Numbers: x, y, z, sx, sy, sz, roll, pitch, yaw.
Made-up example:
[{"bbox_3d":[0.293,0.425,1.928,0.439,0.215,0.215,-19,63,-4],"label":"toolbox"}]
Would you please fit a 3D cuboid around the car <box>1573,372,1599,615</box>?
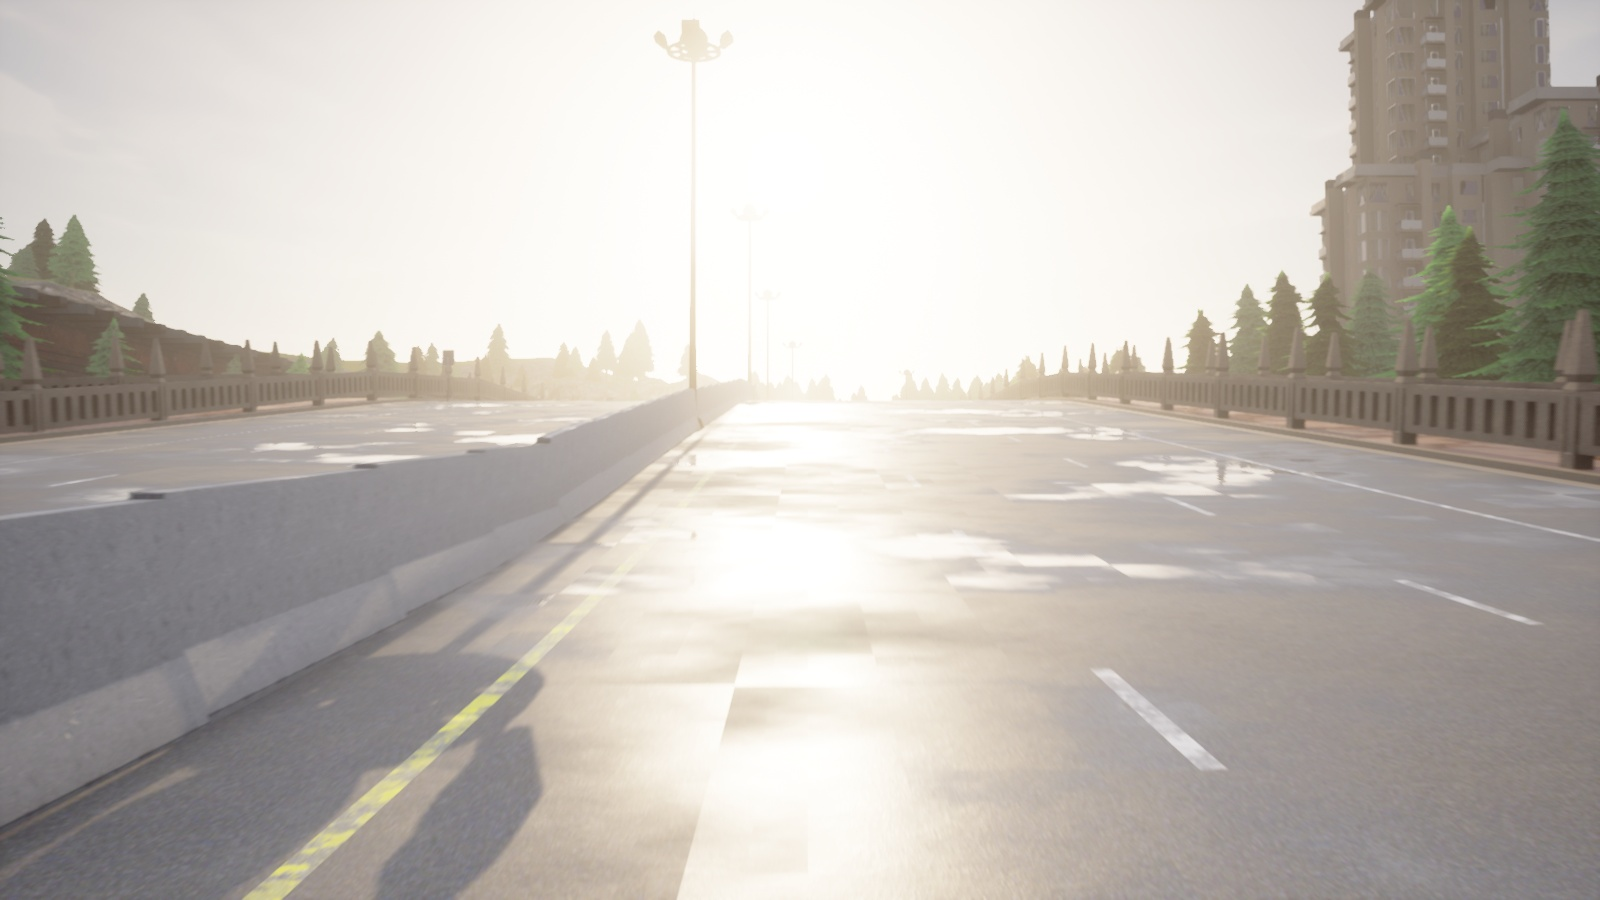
[{"bbox_3d":[7.059,0.408,7.573,1.932,1.855,4.605,0,2,0],"label":"car"}]
